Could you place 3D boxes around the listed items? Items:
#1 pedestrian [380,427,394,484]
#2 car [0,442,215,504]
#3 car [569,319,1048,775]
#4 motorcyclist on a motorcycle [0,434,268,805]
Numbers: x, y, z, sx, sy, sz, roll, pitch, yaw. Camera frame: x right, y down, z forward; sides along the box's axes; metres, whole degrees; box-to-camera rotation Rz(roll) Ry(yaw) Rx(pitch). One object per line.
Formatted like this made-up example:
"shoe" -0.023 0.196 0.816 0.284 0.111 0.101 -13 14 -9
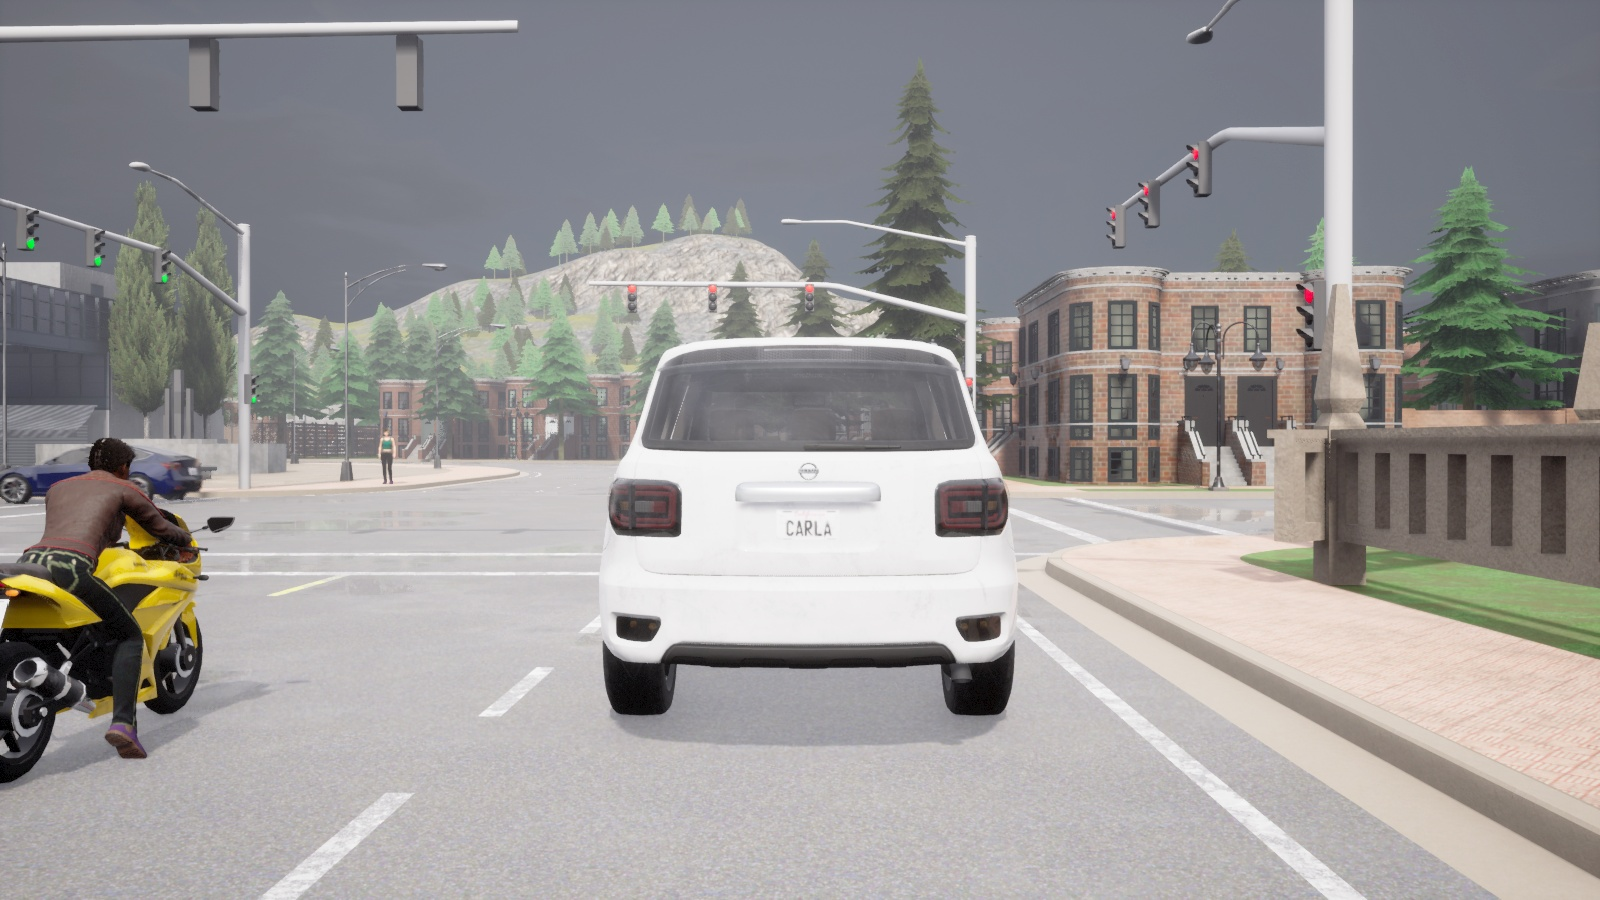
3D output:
"pedestrian" -13.421 0.164 40.798 0.345 1.836 0.594 0 0 -12
"car" -17.670 0.553 31.700 4.792 1.488 2.163 0 0 0
"car" 0.058 0.418 8.421 2.150 2.045 5.566 0 0 0
"motorcyclist on a motorcycle" -3.453 0.691 6.178 0.797 1.523 2.044 0 0 0
